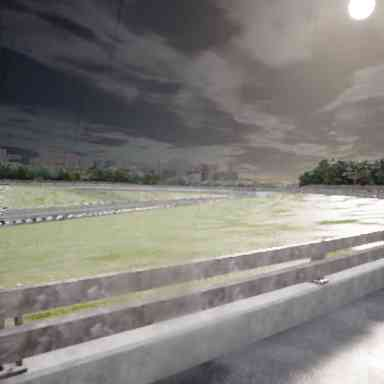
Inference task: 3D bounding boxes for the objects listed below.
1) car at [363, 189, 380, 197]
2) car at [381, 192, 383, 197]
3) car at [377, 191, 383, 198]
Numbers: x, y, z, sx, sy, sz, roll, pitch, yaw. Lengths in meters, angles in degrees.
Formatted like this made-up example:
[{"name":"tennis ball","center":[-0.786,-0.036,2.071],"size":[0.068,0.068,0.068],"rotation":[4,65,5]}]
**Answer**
[{"name":"car","center":[42.977,0.174,79.743],"size":[2.097,1.767,4.553],"rotation":[1,1,-1]},{"name":"car","center":[42.109,0.431,69.149],"size":[2.150,2.045,5.566],"rotation":[1,1,7]},{"name":"car","center":[46.438,0.595,78.863],"size":[2.128,1.511,4.902],"rotation":[1,1,-1]}]
